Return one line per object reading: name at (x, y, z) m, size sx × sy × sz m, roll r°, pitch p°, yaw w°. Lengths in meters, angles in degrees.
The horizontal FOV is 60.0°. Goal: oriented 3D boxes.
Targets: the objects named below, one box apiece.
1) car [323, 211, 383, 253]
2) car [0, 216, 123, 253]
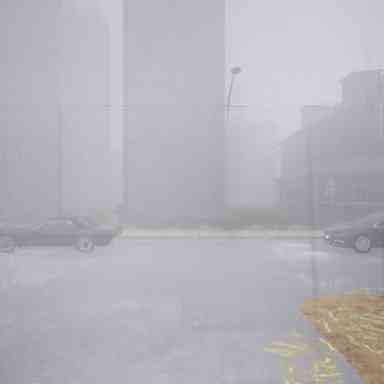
car at (7.714, 1.502, 13.030) m, size 4.892 × 1.490 × 1.837 m, roll -1°, pitch 0°, yaw 0°
car at (-5.244, 1.600, 13.023) m, size 4.718 × 1.301 × 1.895 m, roll 0°, pitch 0°, yaw 0°
